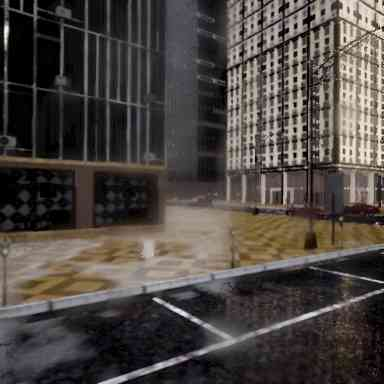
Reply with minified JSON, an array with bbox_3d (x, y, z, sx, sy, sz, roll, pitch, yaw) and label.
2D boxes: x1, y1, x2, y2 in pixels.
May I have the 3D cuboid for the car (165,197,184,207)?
[{"bbox_3d":[-1.782,1.366,47.603,1.752,1.417,4.829,1,0,-33],"label":"car"}]

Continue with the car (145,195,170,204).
[{"bbox_3d":[-6.130,1.280,58.788,2.033,1.411,5.357,1,0,-35],"label":"car"}]

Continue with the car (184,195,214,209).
[{"bbox_3d":[1.163,1.481,43.104,1.802,1.307,4.206,1,0,-33],"label":"car"}]

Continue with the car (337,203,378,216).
[{"bbox_3d":[16.671,1.722,33.831,1.802,1.307,4.206,1,0,-32],"label":"car"}]

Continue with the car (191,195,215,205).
[{"bbox_3d":[1.792,1.286,56.941,1.967,1.590,4.097,1,0,-35],"label":"car"}]

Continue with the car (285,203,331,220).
[{"bbox_3d":[10.050,1.660,29.143,1.802,1.307,4.206,1,0,-32],"label":"car"}]
